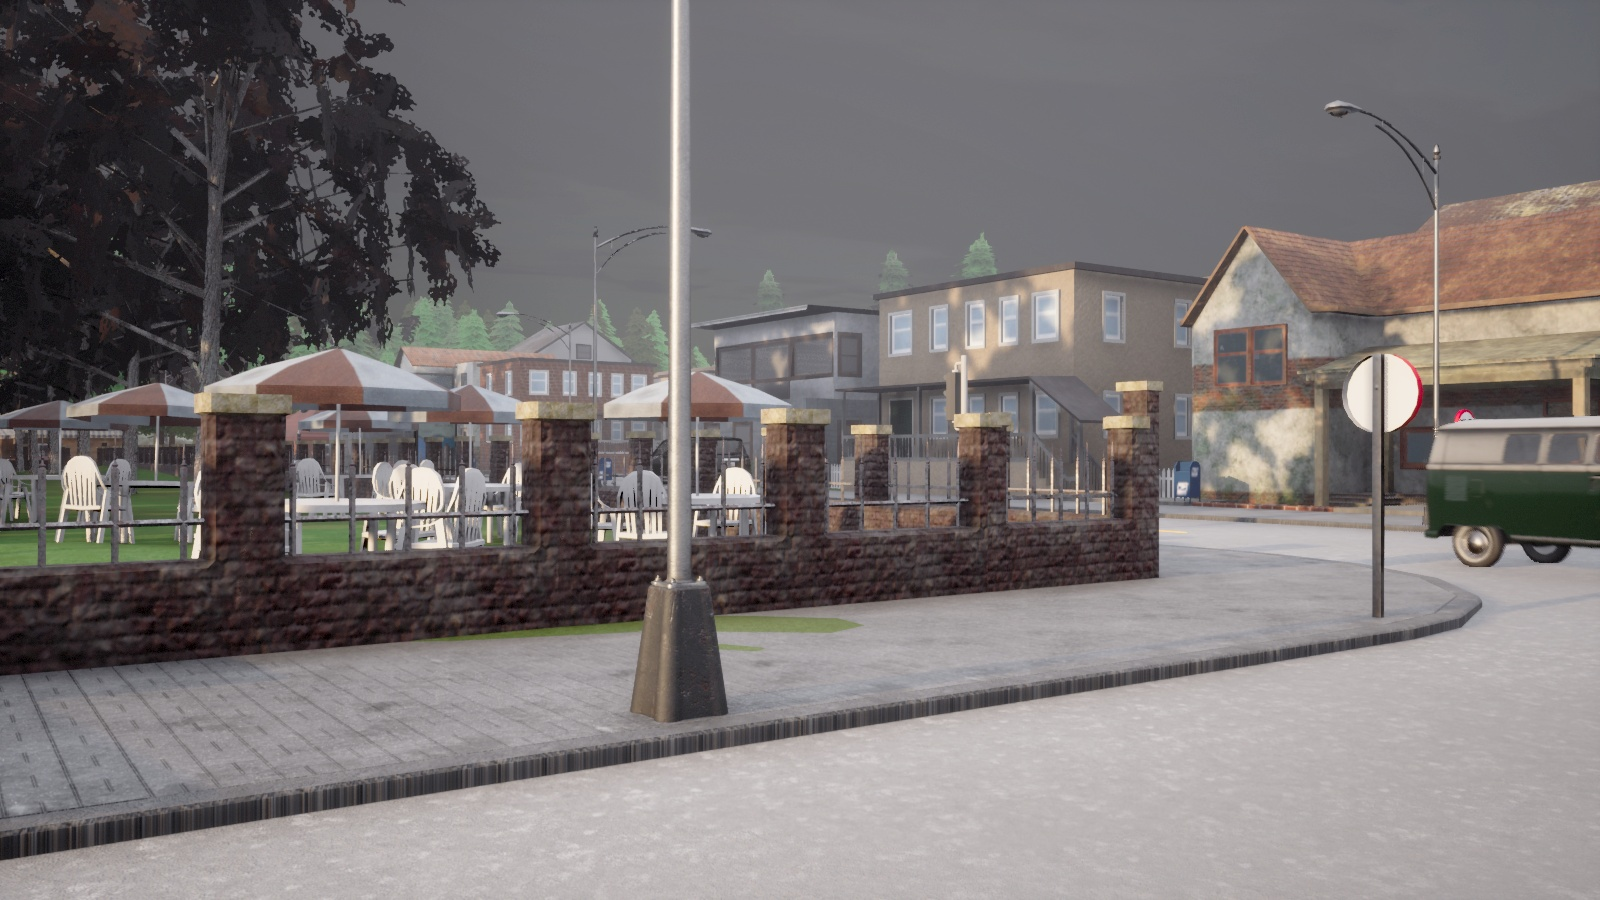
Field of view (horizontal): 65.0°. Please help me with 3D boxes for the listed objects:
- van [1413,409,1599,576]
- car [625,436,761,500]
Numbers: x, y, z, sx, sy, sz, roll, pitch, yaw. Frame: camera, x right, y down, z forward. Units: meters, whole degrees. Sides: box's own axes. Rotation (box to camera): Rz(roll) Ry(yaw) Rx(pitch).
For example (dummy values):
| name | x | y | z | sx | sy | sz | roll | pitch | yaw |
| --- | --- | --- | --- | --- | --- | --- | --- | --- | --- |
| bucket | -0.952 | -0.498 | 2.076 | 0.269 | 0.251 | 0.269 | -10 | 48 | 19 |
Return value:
| name | x | y | z | sx | sy | sz | roll | pitch | yaw |
| --- | --- | --- | --- | --- | --- | --- | --- | --- | --- |
| van | 10.185 | 0.514 | 15.628 | 1.775 | 1.987 | 4.442 | 0 | 0 | -26 |
| car | -3.768 | 0.577 | 43.111 | 2.150 | 2.045 | 5.566 | 0 | 0 | -35 |
